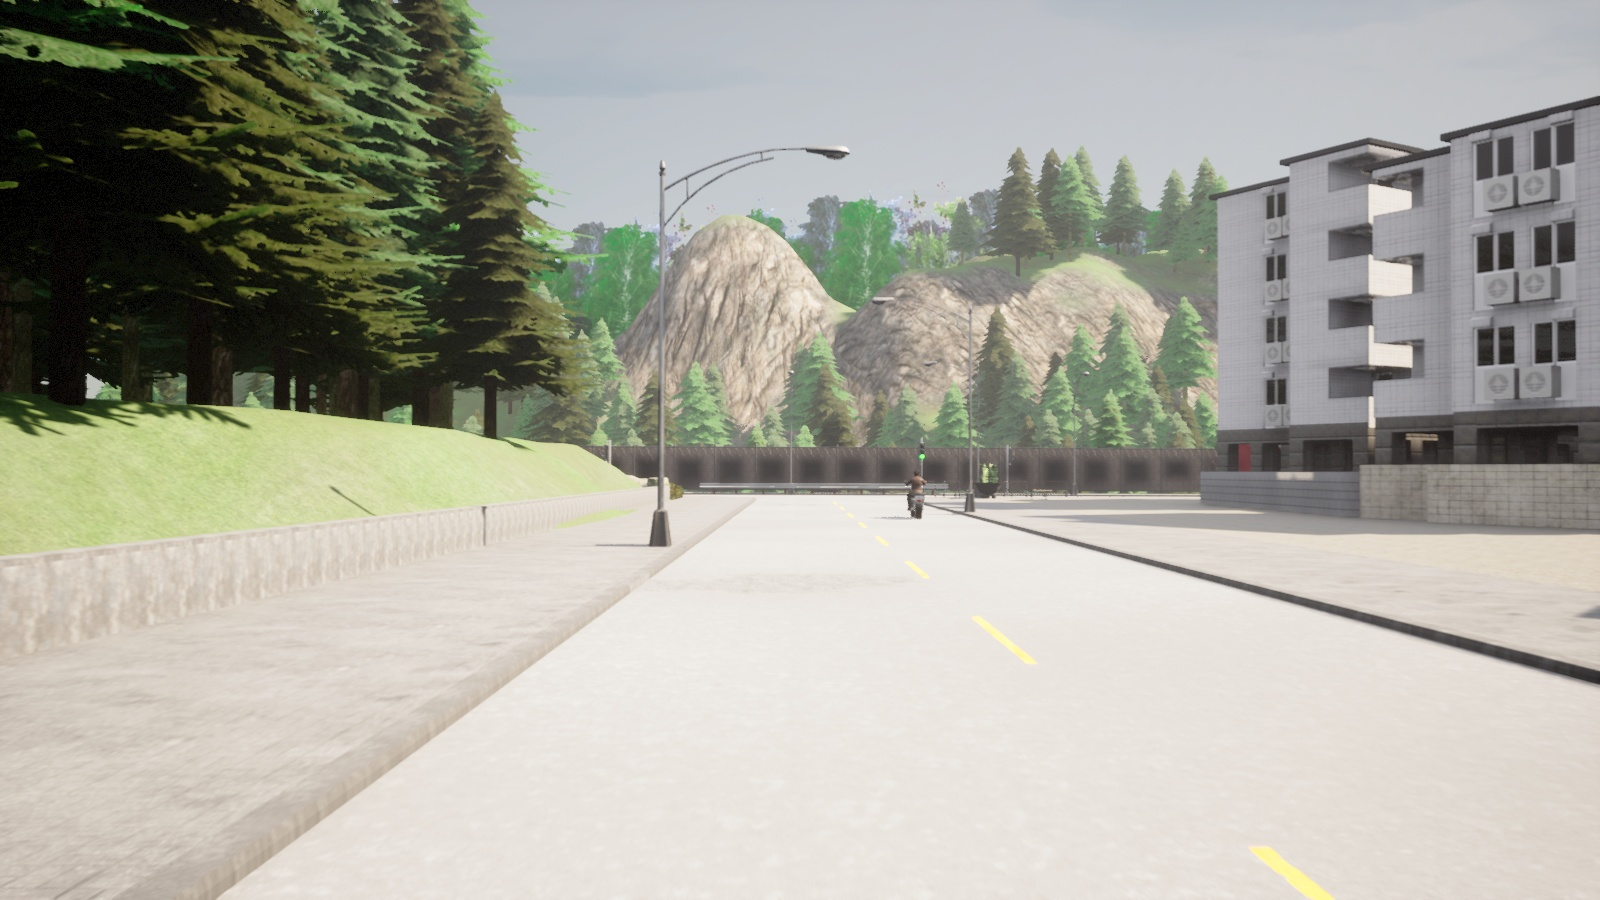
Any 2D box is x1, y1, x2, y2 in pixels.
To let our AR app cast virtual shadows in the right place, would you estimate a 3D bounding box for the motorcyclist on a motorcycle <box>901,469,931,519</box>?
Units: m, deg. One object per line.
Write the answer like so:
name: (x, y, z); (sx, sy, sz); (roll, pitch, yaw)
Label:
motorcyclist on a motorcycle: (3.903, 1.458, 42.347); (0.766, 1.649, 2.350); (0, -1, 0)
